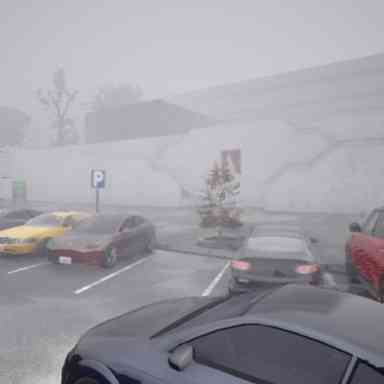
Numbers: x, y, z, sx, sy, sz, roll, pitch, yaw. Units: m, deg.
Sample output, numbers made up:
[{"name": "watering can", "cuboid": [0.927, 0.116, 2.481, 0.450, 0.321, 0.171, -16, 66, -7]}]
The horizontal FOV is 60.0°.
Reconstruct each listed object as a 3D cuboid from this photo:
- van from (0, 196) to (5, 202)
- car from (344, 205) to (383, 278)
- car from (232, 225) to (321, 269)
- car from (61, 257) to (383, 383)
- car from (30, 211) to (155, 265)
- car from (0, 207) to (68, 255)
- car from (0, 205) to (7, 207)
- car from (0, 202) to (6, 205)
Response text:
[{"name": "van", "cuboid": [-12.567, 1.161, 18.329, 1.878, 1.987, 4.442, 1, 0, 16]}, {"name": "car", "cuboid": [4.461, 1.240, 6.337, 2.435, 2.045, 5.566, 0, -1, 16]}, {"name": "car", "cuboid": [2.024, 1.527, 8.036, 2.002, 1.452, 4.674, 0, -1, 16]}, {"name": "car", "cuboid": [0.754, 1.564, 2.841, 4.181, 1.385, 1.994, 0, 0, 36]}, {"name": "car", "cuboid": [-2.838, 1.502, 11.479, 2.163, 1.488, 4.792, 1, 0, 16]}, {"name": "car", "cuboid": [-5.305, 1.453, 13.062, 1.946, 1.575, 5.366, 1, 0, 16]}, {"name": "car", "cuboid": [-7.688, 1.471, 15.007, 2.163, 1.488, 4.792, 1, 0, 16]}, {"name": "car", "cuboid": [-10.125, 1.455, 16.708, 2.002, 1.452, 4.674, 1, 0, 16]}]
